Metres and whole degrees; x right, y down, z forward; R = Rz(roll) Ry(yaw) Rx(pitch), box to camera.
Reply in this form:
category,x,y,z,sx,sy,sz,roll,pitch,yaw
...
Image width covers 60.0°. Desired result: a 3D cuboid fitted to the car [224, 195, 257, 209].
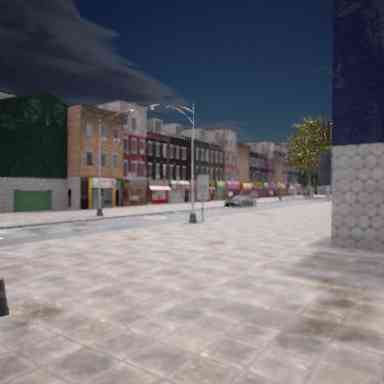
category,x,y,z,sx,sy,sz,roll,pitch,yaw
car,5.694,1.102,38.478,2.033,1.411,5.357,1,1,36
